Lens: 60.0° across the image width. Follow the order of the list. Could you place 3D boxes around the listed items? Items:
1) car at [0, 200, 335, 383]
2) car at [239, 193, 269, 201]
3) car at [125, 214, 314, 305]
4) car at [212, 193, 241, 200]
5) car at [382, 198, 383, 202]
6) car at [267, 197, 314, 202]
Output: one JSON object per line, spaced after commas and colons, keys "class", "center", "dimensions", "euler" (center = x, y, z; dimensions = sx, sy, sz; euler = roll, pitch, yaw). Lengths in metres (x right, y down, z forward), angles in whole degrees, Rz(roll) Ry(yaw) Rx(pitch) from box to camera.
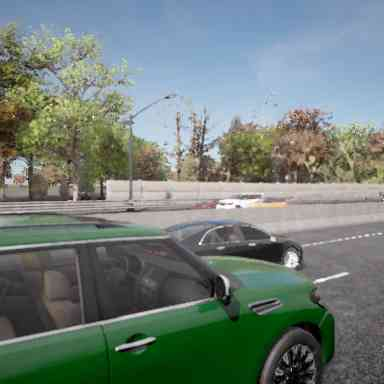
{"class": "car", "center": [-1.055, 1.219, 3.013], "dimensions": [5.566, 2.045, 2.150], "euler": [-1, 0, -35]}
{"class": "car", "center": [6.909, 1.242, 30.420], "dimensions": [4.553, 1.767, 2.097], "euler": [0, 0, -35]}
{"class": "car", "center": [0.910, 1.476, 8.703], "dimensions": [4.892, 1.490, 1.837], "euler": [0, 0, -35]}
{"class": "car", "center": [5.127, 1.111, 33.449], "dimensions": [5.566, 2.045, 2.150], "euler": [0, 0, -35]}
{"class": "car", "center": [35.804, 1.249, 59.525], "dimensions": [4.902, 1.511, 2.128], "euler": [0, 0, -36]}
{"class": "car", "center": [8.814, 1.368, 27.482], "dimensions": [5.008, 1.535, 1.882], "euler": [0, 0, -35]}
